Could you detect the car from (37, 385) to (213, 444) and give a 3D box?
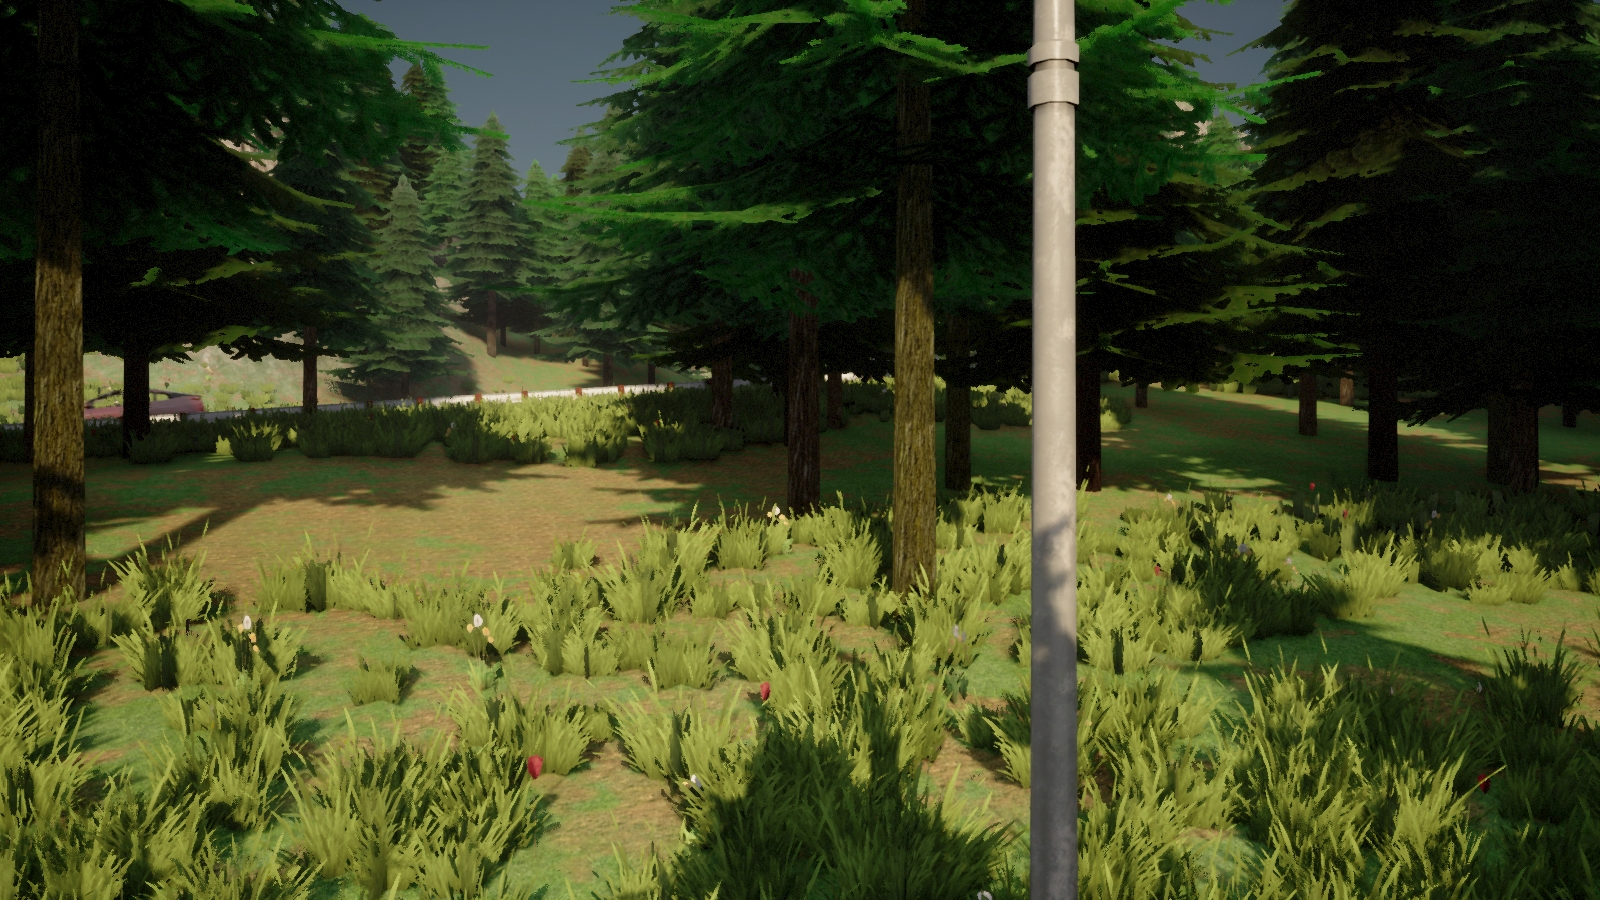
[{"bbox_3d":[-21.038,-1.121,35.750,4.514,1.525,2.007,-5,3,-31],"label":"car"}]
